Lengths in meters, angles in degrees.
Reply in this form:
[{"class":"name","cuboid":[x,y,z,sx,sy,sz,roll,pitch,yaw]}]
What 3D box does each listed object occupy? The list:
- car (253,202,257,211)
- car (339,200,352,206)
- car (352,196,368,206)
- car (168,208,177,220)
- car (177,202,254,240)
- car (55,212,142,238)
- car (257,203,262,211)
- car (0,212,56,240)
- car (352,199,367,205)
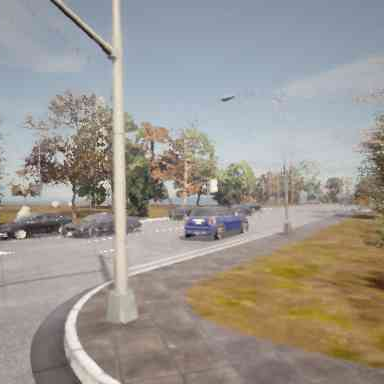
[{"class":"car","cuboid":[5.477,2.137,38.636,1.994,1.385,4.181,-2,-1,32]},{"class":"car","cuboid":[35.905,2.458,77.400,2.033,1.411,5.357,-2,-2,40]},{"class":"car","cuboid":[38.725,2.040,75.337,2.150,2.045,5.566,-2,-2,40]},{"class":"car","cuboid":[-0.581,2.116,35.542,1.882,1.535,5.008,-2,-1,32]},{"class":"car","cuboid":[1.482,1.608,19.009,2.097,1.767,4.553,-2,-1,33]},{"class":"car","cuboid":[-5.550,2.012,21.175,2.033,1.411,5.357,-2,-1,33]},{"class":"car","cuboid":[9.122,2.310,50.967,1.882,1.535,5.008,-2,-2,32]},{"class":"car","cuboid":[-9.873,2.065,21.001,1.837,1.490,4.892,-2,0,34]},{"class":"car","cuboid":[43.051,2.508,85.275,4.181,1.385,1.994,0,-2,-43]}]
